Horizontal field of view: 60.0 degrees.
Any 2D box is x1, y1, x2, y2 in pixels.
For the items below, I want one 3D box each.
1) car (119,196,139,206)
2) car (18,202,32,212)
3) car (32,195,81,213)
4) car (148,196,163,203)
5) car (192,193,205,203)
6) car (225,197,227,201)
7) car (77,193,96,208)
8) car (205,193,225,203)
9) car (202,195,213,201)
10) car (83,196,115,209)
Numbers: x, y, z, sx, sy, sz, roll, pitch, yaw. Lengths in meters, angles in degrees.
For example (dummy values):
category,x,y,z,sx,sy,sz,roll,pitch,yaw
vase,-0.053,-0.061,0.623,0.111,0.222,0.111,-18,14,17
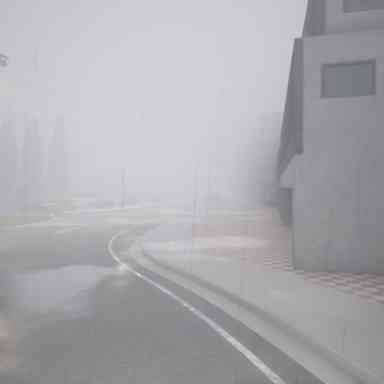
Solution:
category,x,y,z,sx,sy,sz,roll,pitch,yaw
car,-10.531,1.489,55.532,2.128,1.511,4.902,0,0,13
car,-18.072,1.599,39.173,1.895,1.301,4.718,0,0,14
car,-14.978,1.476,37.192,1.882,1.535,5.008,0,0,15
car,-7.461,1.561,68.278,1.994,1.385,4.181,0,0,14
car,1.559,1.215,71.653,2.150,2.045,5.566,0,0,13
car,7.336,1.550,80.930,1.994,1.385,4.181,0,0,13
car,-15.803,1.219,48.498,2.150,2.045,5.566,0,0,13
car,4.963,1.222,70.796,2.150,2.045,5.566,0,0,13
car,3.842,1.354,81.361,1.812,1.442,4.674,0,0,13
car,-12.682,1.599,46.442,1.895,1.301,4.718,0,0,13
